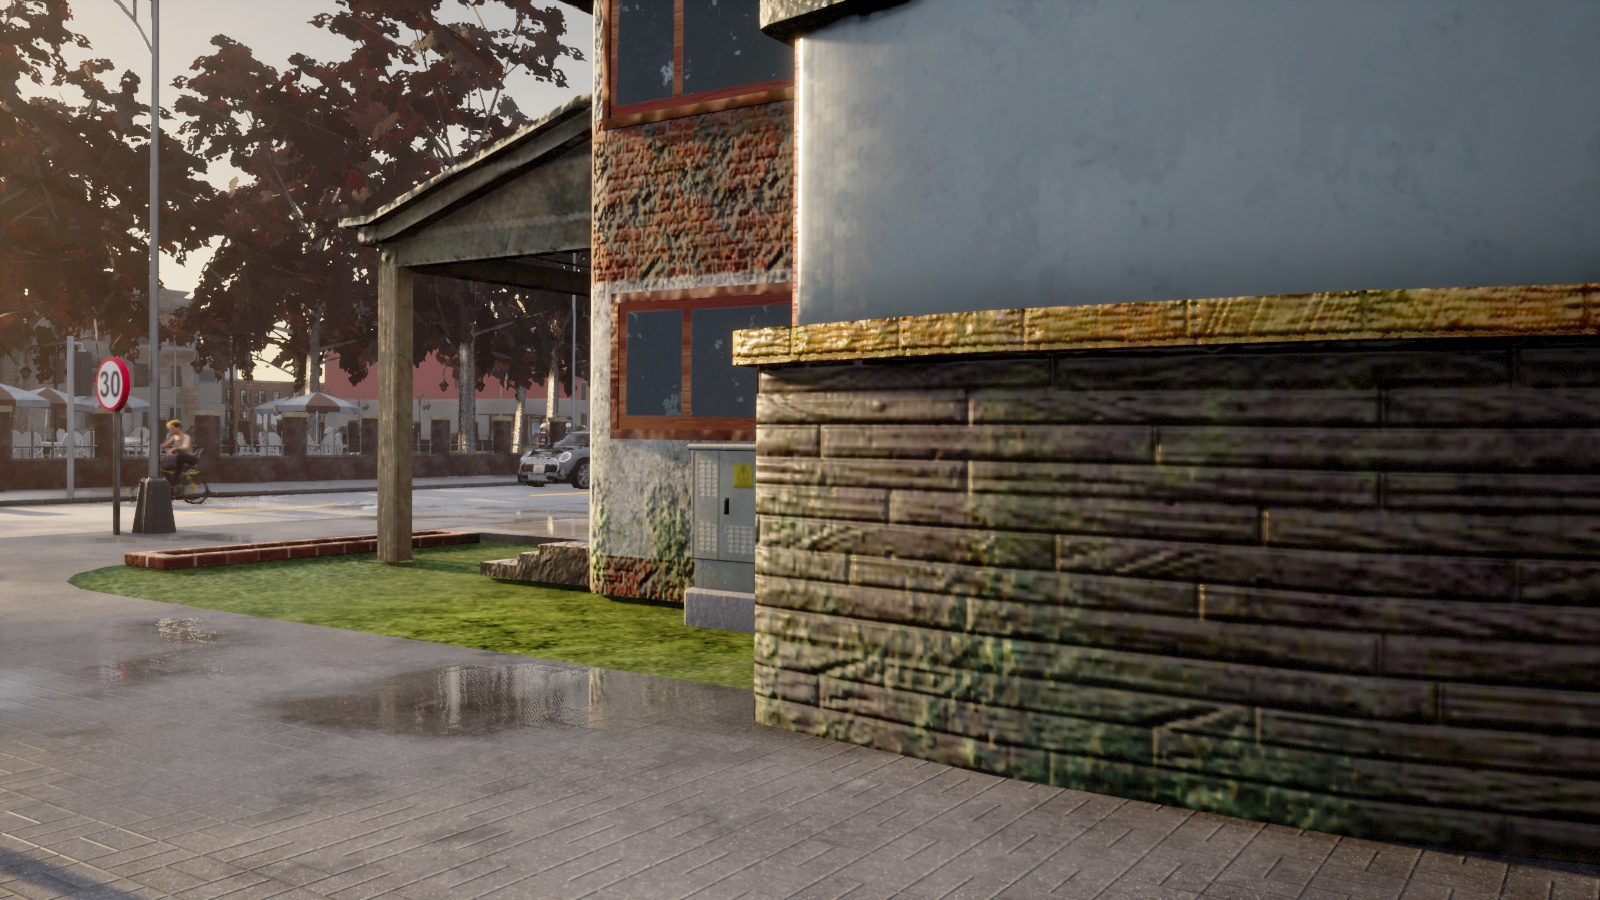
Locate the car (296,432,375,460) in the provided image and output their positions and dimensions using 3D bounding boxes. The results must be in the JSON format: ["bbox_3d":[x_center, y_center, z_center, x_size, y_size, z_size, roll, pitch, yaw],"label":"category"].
[{"bbox_3d":[-30.932,-0.274,83.781,2.097,1.767,4.553,0,1,33],"label":"car"}]

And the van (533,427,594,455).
[{"bbox_3d":[-18.045,-0.693,96.037,2.069,2.038,4.480,0,1,34],"label":"van"}]

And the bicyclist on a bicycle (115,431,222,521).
[{"bbox_3d":[-11.752,0.455,23.403,0.866,1.612,1.509,0,1,33],"label":"bicyclist on a bicycle"}]

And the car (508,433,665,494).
[{"bbox_3d":[-5.511,0.298,32.834,1.970,1.475,3.806,0,1,33],"label":"car"}]
